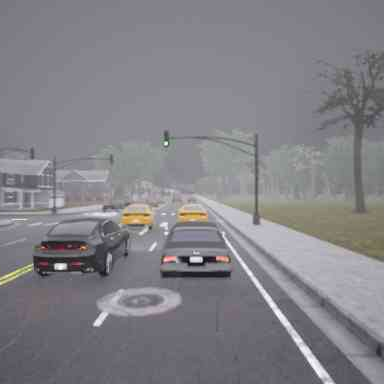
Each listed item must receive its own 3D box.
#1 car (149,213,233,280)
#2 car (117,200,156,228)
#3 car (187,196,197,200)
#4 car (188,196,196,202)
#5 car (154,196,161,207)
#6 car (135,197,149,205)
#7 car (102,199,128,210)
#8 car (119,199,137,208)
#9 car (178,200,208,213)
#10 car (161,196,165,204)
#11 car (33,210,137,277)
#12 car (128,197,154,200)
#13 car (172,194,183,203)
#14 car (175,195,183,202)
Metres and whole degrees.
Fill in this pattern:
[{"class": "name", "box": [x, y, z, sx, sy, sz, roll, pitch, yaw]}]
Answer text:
[{"class": "car", "box": [0.097, 1.586, 10.047, 2.033, 1.411, 5.357, 0, 0, 0]}, {"class": "car", "box": [-3.566, 1.561, 22.211, 1.882, 1.535, 5.008, 0, 0, -5]}, {"class": "car", "box": [-0.044, 1.734, 73.555, 1.837, 1.490, 4.892, 0, 0, 0]}, {"class": "car", "box": [-0.050, 1.675, 83.976, 1.994, 1.385, 4.181, 0, 0, 0]}, {"class": "car", "box": [-6.619, 1.535, 53.373, 2.097, 1.767, 4.553, 0, 0, 0]}, {"class": "car", "box": [-9.797, 1.724, 65.487, 1.837, 1.490, 4.892, 0, 0, 0]}, {"class": "car", "box": [-9.873, 1.751, 41.992, 1.895, 1.301, 4.718, 0, 0, 0]}, {"class": "car", "box": [-9.880, 1.778, 51.385, 1.895, 1.301, 4.718, 0, 0, 0]}, {"class": "car", "box": [0.064, 1.563, 22.775, 1.882, 1.535, 5.008, 0, 0, 0]}, {"class": "car", "box": [-6.542, 1.573, 66.891, 2.097, 1.767, 4.553, 0, 0, 0]}, {"class": "car", "box": [-3.156, 1.544, 10.394, 1.837, 1.490, 4.892, 0, 0, 0]}, {"class": "car", "box": [-6.588, 1.659, 43.513, 1.837, 1.490, 4.892, 0, 0, 2]}, {"class": "car", "box": [-3.294, 1.459, 73.584, 2.150, 2.045, 5.566, 0, 0, 0]}, {"class": "car", "box": [-3.301, 1.600, 83.975, 1.882, 1.535, 5.008, 0, 0, 0]}]
